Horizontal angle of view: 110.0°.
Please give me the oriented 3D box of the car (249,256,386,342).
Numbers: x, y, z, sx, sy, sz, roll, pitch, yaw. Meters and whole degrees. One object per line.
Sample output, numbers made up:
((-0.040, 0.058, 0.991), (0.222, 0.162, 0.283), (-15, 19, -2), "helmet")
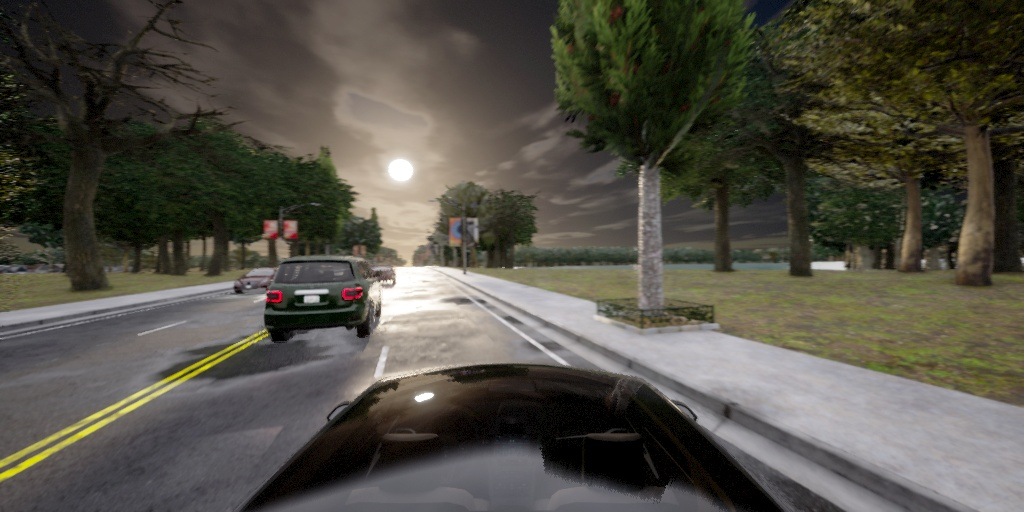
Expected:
((-5.046, 1.028, 10.322), (2.150, 2.045, 5.566), (-1, 0, -16), "car")

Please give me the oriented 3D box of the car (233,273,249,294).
((-15.376, 1.457, 22.323), (1.812, 1.442, 4.674), (-1, 0, -16), "car")

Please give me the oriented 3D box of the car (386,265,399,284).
((-10.035, 1.388, 28.061), (1.812, 1.442, 4.674), (-1, 0, -16), "car")
